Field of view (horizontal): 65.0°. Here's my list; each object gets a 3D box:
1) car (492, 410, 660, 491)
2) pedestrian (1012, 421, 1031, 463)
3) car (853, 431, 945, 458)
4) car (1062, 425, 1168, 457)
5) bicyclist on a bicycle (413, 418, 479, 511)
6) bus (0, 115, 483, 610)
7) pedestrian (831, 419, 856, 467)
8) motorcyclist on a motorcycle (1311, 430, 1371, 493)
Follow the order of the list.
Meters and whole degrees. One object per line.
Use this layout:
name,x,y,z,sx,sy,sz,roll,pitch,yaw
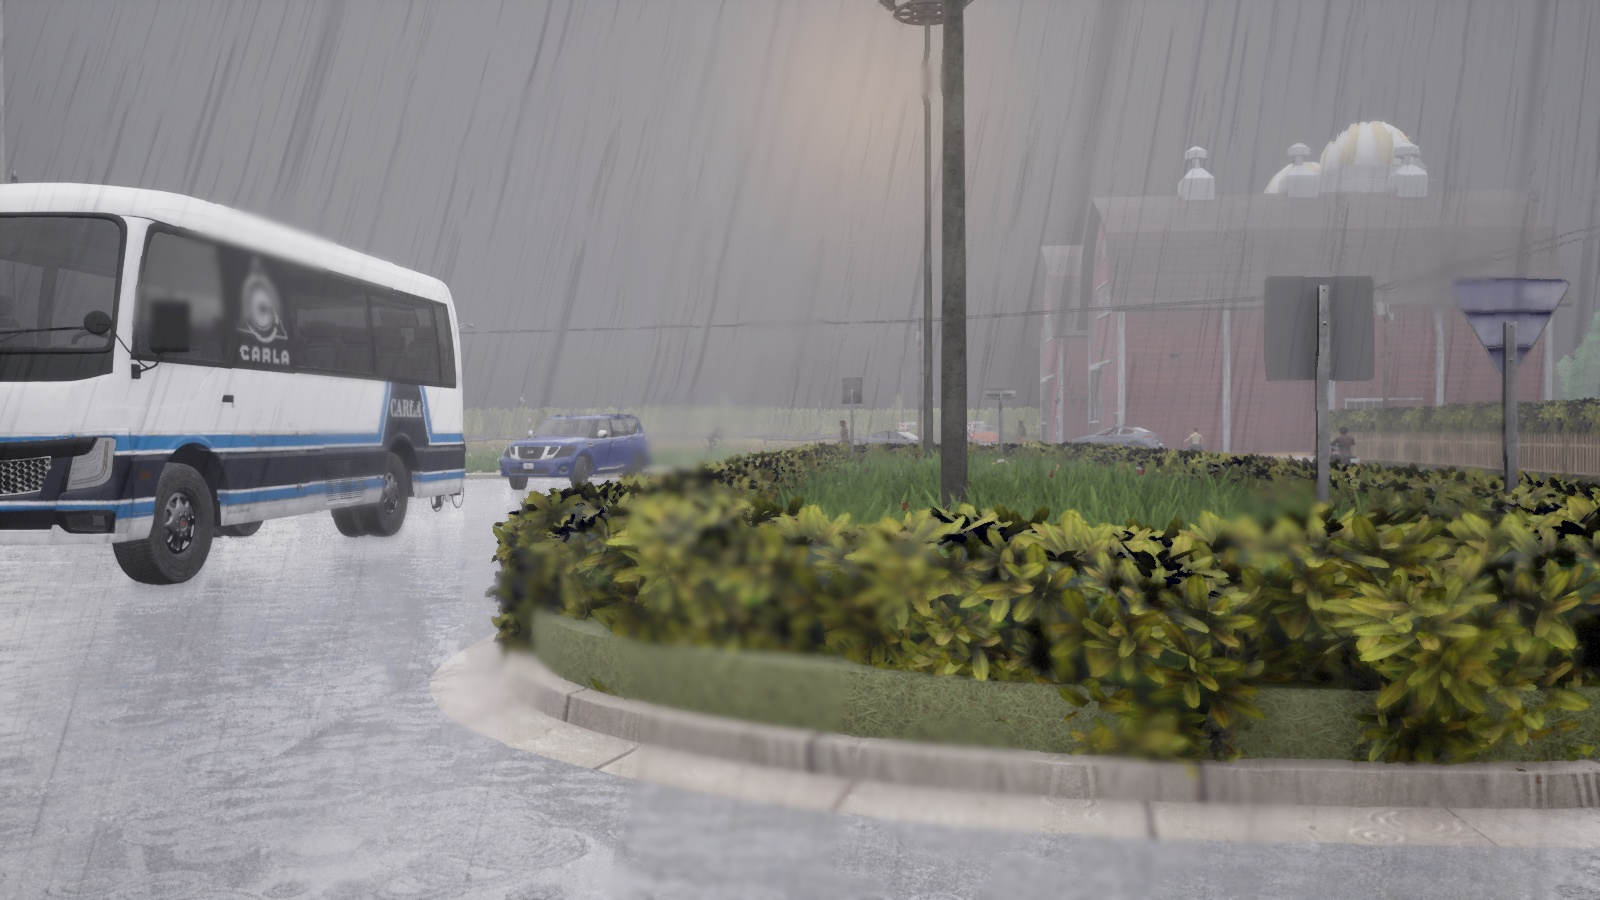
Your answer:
car,-6.077,-0.036,34.912,2.150,2.045,5.566,1,1,19
pedestrian,9.713,-0.364,55.042,0.694,1.848,0.540,1,1,21
car,5.658,-0.329,71.915,4.792,1.488,2.163,1,1,31
car,16.800,-0.474,67.095,5.027,1.651,2.152,1,1,37
bicyclist on a bicycle,-6.991,0.272,24.884,0.659,1.776,1.843,0,1,5
bus,-7.655,-0.836,16.062,3.944,4.253,10.273,0,1,4
pedestrian,1.617,-0.262,46.815,0.869,1.805,0.328,0,1,-25
motorcyclist on a motorcycle,14.592,0.288,33.940,0.766,1.649,2.350,0,1,5
